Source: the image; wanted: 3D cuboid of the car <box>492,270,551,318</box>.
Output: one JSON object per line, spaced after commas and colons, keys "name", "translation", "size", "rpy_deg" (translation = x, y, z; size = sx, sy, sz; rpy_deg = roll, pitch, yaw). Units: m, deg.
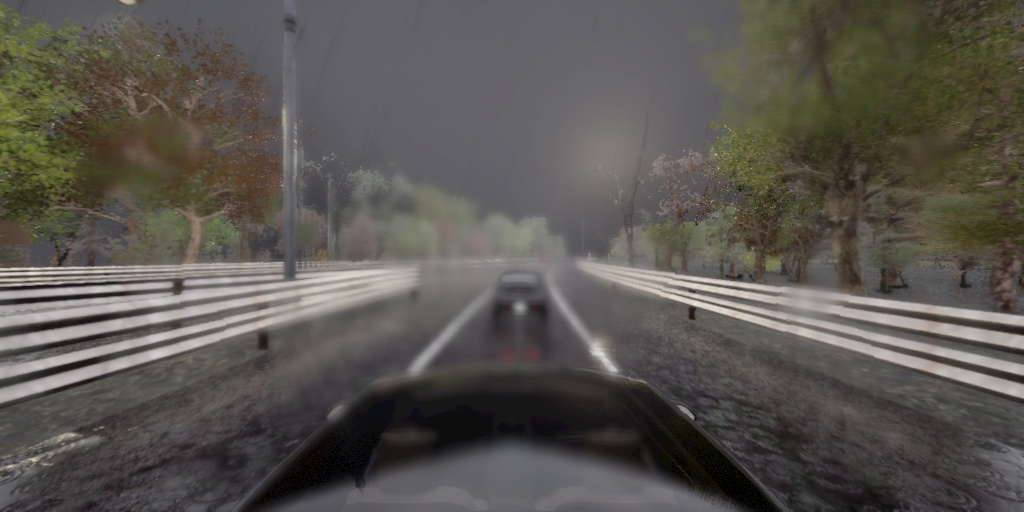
{"name": "car", "translation": [0.351, 1.258, 12.994], "size": [1.837, 1.490, 4.892], "rpy_deg": [0, 0, 3]}
